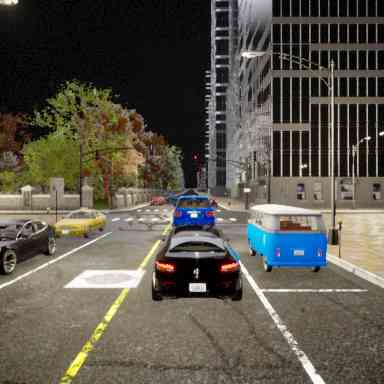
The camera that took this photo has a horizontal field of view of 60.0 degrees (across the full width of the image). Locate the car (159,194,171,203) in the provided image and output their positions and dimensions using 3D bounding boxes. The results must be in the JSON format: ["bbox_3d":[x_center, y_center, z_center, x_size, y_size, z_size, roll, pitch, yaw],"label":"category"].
[{"bbox_3d":[-5.710,1.277,71.312,2.192,1.841,5.009,0,0,0],"label":"car"}]

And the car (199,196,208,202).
[{"bbox_3d":[2.668,1.521,76.992,1.947,1.339,4.313,0,0,0],"label":"car"}]

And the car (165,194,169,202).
[{"bbox_3d":[-5.707,1.520,59.945,2.008,1.369,4.403,0,0,0],"label":"car"}]

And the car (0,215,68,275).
[{"bbox_3d":[-5.772,1.562,10.458,1.947,1.339,4.313,0,0,0],"label":"car"}]

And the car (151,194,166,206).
[{"bbox_3d":[-5.705,1.517,54.263,1.887,1.381,4.507,0,0,0],"label":"car"}]

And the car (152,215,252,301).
[{"bbox_3d":[0.100,1.523,8.186,1.812,1.442,4.674,0,0,0],"label":"car"}]

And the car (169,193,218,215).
[{"bbox_3d":[0.095,1.214,18.536,2.150,2.045,5.566,0,0,0],"label":"car"}]

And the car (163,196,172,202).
[{"bbox_3d":[-5.713,1.538,76.994,1.802,1.307,4.206,0,0,0],"label":"car"}]

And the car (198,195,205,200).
[{"bbox_3d":[2.664,1.453,94.209,1.752,1.417,4.829,0,0,0],"label":"car"}]

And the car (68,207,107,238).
[{"bbox_3d":[-5.823,1.518,17.692,1.752,1.417,4.829,0,0,0],"label":"car"}]

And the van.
[{"bbox_3d":[2.772,1.337,10.462,1.690,1.788,3.998,0,0,0],"label":"van"}]

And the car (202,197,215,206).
[{"bbox_3d":[2.675,1.539,54.268,1.947,1.339,4.313,0,0,0],"label":"car"}]

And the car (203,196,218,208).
[{"bbox_3d":[2.678,1.416,48.587,1.967,1.590,4.097,0,0,0],"label":"car"}]

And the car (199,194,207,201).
[{"bbox_3d":[2.667,1.388,82.673,1.967,1.590,4.097,0,0,0],"label":"car"}]
